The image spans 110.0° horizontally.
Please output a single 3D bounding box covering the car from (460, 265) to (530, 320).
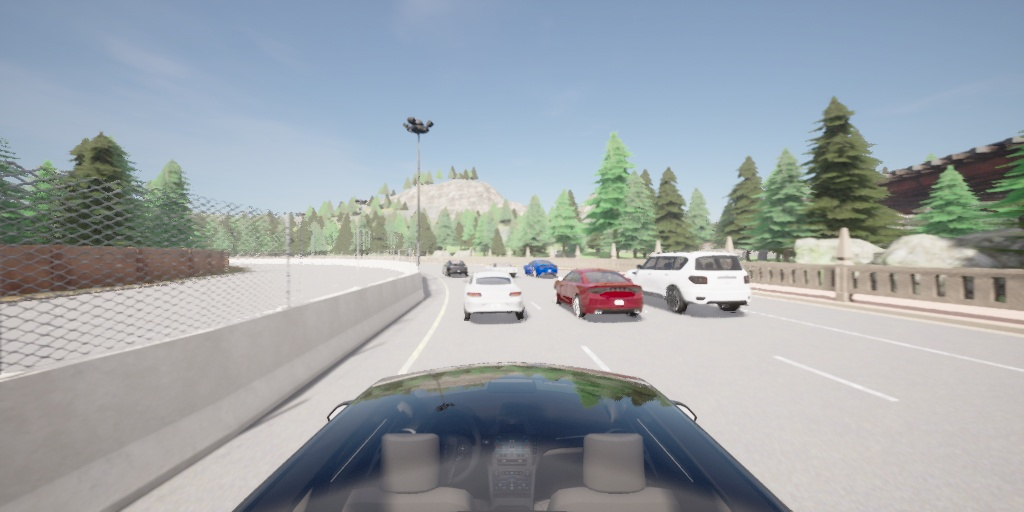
[{"bbox_3d":[-0.718,1.223,12.319,1.812,1.442,4.674,0,0,-7],"label":"car"}]

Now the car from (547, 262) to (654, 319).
[{"bbox_3d":[2.783,1.160,12.651,1.882,1.535,5.008,0,0,-6],"label":"car"}]

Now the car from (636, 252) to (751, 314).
[{"bbox_3d":[6.222,0.885,13.546,2.150,2.045,5.566,0,0,-7],"label":"car"}]

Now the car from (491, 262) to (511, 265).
[{"bbox_3d":[-1.055,1.200,31.427,1.895,1.301,4.718,0,0,-16],"label":"car"}]

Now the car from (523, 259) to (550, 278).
[{"bbox_3d":[2.413,1.061,31.862,1.882,1.535,5.008,0,0,-16],"label":"car"}]

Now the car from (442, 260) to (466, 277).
[{"bbox_3d":[-5.330,1.098,33.184,2.128,1.511,4.902,0,0,-18],"label":"car"}]
